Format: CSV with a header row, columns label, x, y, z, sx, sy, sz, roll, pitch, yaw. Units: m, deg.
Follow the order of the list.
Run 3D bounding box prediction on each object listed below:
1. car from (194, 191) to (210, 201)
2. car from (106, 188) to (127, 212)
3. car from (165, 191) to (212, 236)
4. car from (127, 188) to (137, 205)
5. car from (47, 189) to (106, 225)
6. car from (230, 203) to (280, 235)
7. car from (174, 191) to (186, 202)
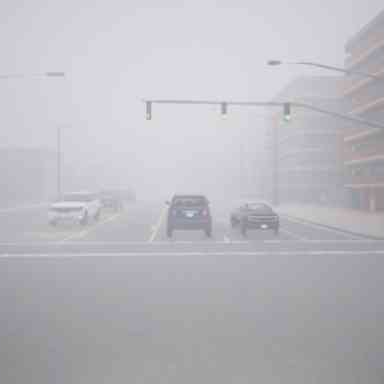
label,x,y,z,sx,sy,sz,roll,pitch,yaw
car,1.577,0.613,52.708,2.128,1.511,4.902,0,1,-3
car,-8.088,0.777,32.499,2.150,2.045,5.566,0,1,-2
car,-0.215,1.074,17.553,2.150,2.045,5.566,0,1,-2
car,-8.497,0.541,42.943,2.150,2.045,5.566,0,1,-2
car,-7.620,0.982,22.124,2.150,2.045,5.566,0,1,-3
car,3.267,1.346,17.912,2.128,1.511,4.902,0,1,-2
car,-1.909,0.628,52.318,1.837,1.490,4.892,0,1,-3
